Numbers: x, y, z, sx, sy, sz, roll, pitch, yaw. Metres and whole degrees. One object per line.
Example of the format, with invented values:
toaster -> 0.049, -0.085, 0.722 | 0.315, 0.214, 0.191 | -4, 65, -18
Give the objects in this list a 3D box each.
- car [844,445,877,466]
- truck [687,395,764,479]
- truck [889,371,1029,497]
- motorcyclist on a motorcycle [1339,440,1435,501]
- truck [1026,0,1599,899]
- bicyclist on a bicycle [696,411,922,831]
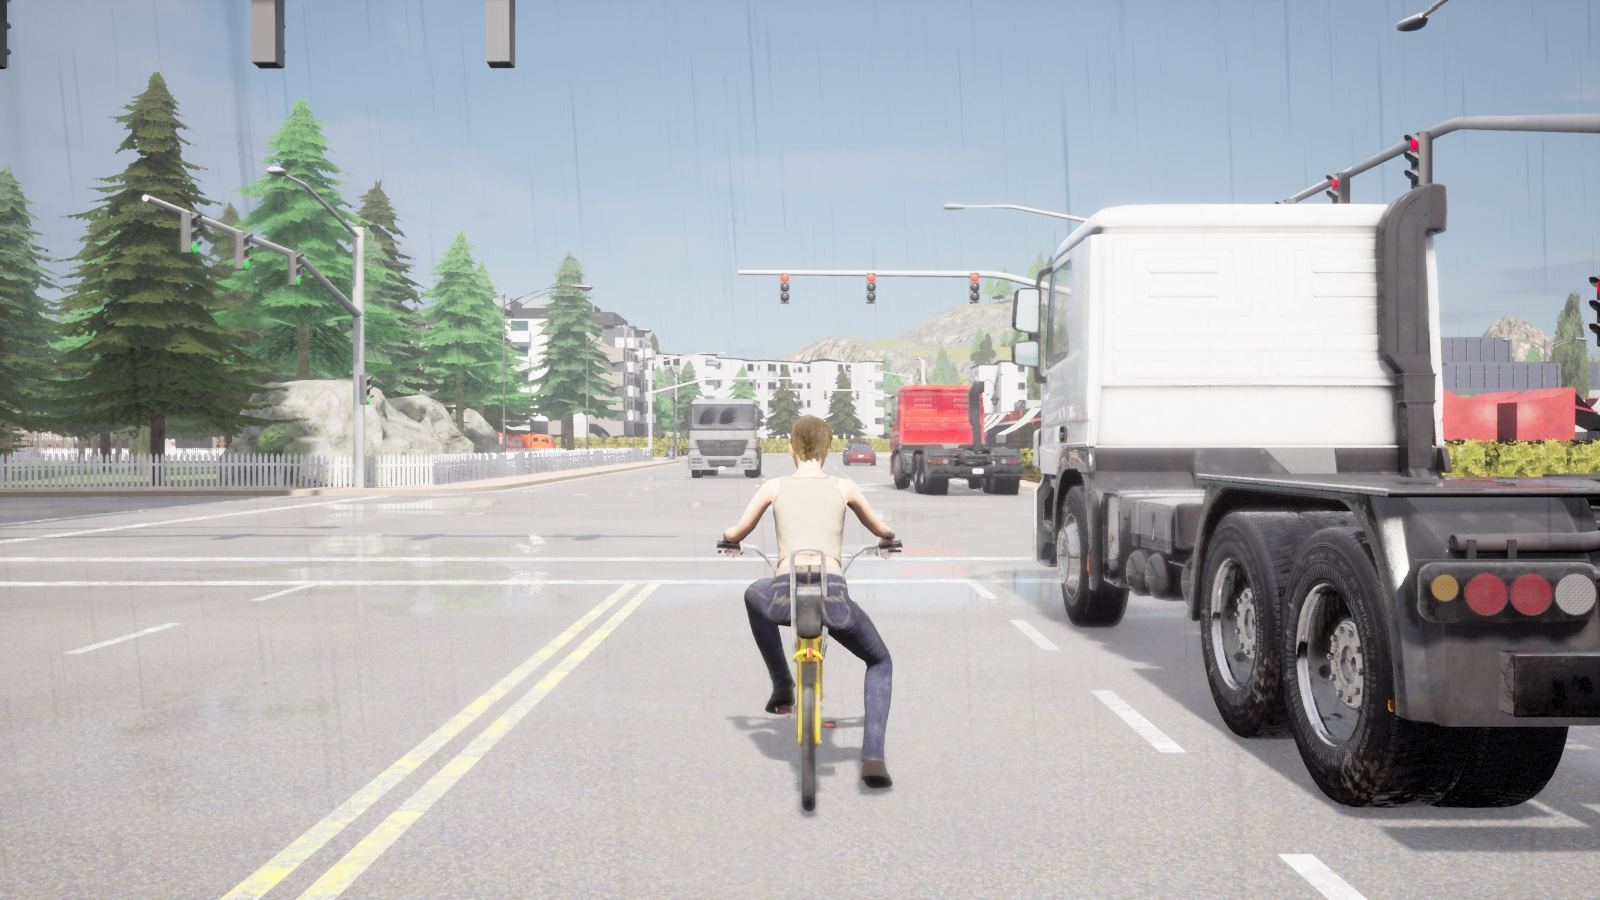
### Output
car -> 3.964, 0.346, 82.889 | 1.994, 1.385, 4.181 | 0, 0, 1
truck -> -3.182, -0.551, 55.443 | 2.891, 3.462, 7.936 | 0, 0, 0
truck -> 4.667, -0.452, 38.512 | 2.891, 3.462, 7.936 | 0, 0, -3
motorcyclist on a motorcycle -> 14.832, 0.506, 31.740 | 2.044, 1.523, 0.797 | 0, 0, 0
truck -> 3.559, -0.277, 7.884 | 2.891, 3.462, 7.936 | 0, 0, 0
bicyclist on a bicycle -> 0.042, 0.652, 5.576 | 0.866, 1.612, 1.509 | 0, 0, 1
